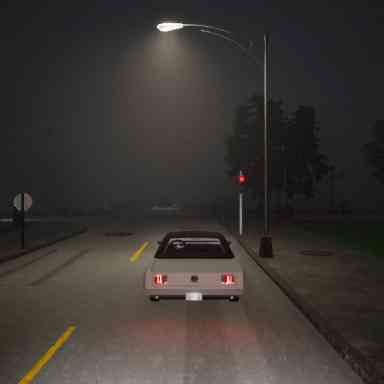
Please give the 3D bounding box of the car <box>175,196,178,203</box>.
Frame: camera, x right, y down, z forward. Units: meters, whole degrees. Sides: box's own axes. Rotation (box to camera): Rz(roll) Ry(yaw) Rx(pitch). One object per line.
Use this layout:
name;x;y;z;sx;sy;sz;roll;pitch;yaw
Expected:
car;-4.044;1.547;59.802;2.033;1.411;5.357;0;0;0

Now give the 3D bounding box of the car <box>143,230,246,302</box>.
car;0.060;1.601;8.233;1.895;1.301;4.718;0;0;0

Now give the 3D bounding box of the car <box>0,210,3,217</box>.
car;-18.073;1.547;26.372;5.357;1.411;2.033;0;0;0

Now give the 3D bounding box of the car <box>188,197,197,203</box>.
car;0.033;1.601;69.423;1.895;1.301;4.718;0;0;0

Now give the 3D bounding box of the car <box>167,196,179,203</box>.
car;-3.967;1.540;70.143;2.033;1.411;5.357;0;0;0

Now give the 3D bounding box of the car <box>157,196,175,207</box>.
car;-4.072;1.505;50.104;1.837;1.490;4.892;0;0;0
